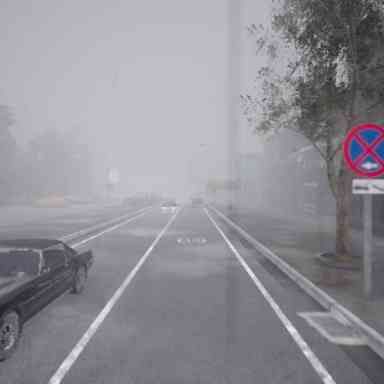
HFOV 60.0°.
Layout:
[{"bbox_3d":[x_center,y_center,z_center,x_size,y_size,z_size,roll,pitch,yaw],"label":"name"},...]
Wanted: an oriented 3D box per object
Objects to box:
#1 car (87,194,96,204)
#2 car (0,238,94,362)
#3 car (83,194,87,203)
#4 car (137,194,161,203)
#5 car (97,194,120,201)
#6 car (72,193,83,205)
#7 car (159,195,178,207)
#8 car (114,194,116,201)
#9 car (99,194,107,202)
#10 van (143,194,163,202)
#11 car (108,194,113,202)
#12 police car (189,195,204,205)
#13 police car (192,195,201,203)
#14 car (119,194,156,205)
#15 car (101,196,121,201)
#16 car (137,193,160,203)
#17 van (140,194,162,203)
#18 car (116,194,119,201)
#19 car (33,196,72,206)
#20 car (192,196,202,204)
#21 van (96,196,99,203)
[{"bbox_3d":[-21.910,1.374,65.463,4.553,1.767,2.185,0,0,0],"label":"car"},{"bbox_3d":[-3.353,1.597,6.000,1.895,1.301,4.718,0,0,0],"label":"car"},{"bbox_3d":[-21.942,1.502,59.893,4.674,1.452,2.002,0,0,0],"label":"car"},{"bbox_3d":[-8.831,1.396,68.309,4.553,1.767,2.185,0,-1,0],"label":"car"},{"bbox_3d":[-21.941,1.452,87.740,5.566,2.045,2.435,0,-1,0],"label":"car"},{"bbox_3d":[-21.946,1.447,57.106,5.008,1.535,2.097,0,0,0],"label":"car"},{"bbox_3d":[-3.335,1.526,49.347,1.994,1.385,4.181,0,0,0],"label":"car"},{"bbox_3d":[-21.931,1.680,82.170,4.792,1.488,2.163,0,-1,0],"label":"car"},{"bbox_3d":[-21.946,1.614,73.813,4.674,1.452,2.002,0,-1,0],"label":"car"},{"bbox_3d":[-8.988,1.373,76.720,4.442,1.987,1.878,0,-1,0],"label":"van"},{"bbox_3d":[-21.766,1.596,76.599,5.366,1.575,1.946,0,-1,0],"label":"car"},{"bbox_3d":[0.960,1.395,56.970,1.930,1.638,5.238,0,0,0],"label":"police car"},{"bbox_3d":[0.956,1.524,72.998,1.930,1.638,5.238,0,-1,0],"label":"police car"},{"bbox_3d":[-8.856,1.438,54.297,4.892,1.521,2.231,0,0,0],"label":"car"},{"bbox_3d":[-21.968,1.733,90.524,5.008,1.535,2.097,0,-1,0],"label":"car"},{"bbox_3d":[-8.889,1.196,57.099,5.566,2.045,2.435,0,0,0],"label":"car"},{"bbox_3d":[-8.749,1.322,71.114,4.442,1.987,1.878,0,-1,0],"label":"van"},{"bbox_3d":[-21.993,1.706,84.954,4.792,1.488,2.163,0,-1,0],"label":"car"},{"bbox_3d":[-21.937,1.430,51.538,5.008,1.535,2.097,0,0,0],"label":"car"},{"bbox_3d":[0.958,1.549,66.878,1.837,1.490,4.892,0,-1,0],"label":"car"},{"bbox_3d":[-22.059,1.297,68.244,4.442,1.987,1.878,0,0,0],"label":"van"}]
